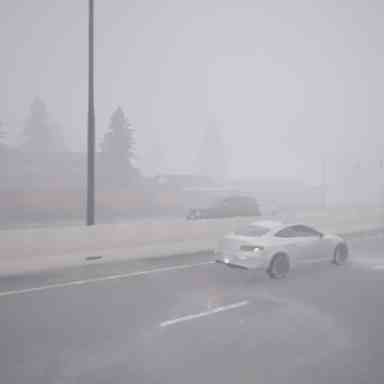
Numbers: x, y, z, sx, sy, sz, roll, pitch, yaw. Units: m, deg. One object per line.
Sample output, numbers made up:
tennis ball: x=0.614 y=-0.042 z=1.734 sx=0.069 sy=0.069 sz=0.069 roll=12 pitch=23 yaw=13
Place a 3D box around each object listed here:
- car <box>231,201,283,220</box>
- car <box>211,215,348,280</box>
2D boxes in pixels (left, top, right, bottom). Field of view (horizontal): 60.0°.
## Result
car: x=5.815 y=1.602 z=29.585 sx=4.674 sy=1.442 sz=1.812 roll=1 pitch=0 yaw=-35
car: x=2.791 y=1.554 z=10.045 sx=4.674 sy=1.442 sz=1.812 roll=0 pitch=0 yaw=-36
